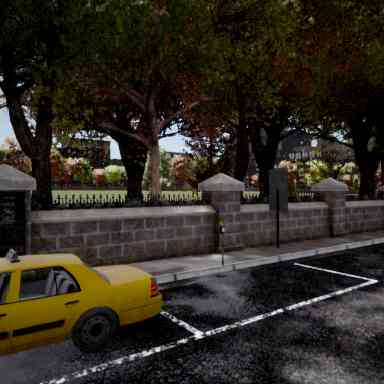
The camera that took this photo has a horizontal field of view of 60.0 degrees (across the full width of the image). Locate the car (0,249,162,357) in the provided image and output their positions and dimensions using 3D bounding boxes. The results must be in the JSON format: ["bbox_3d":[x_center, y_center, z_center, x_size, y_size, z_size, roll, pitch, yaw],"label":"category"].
[{"bbox_3d":[-2.768,1.525,4.585,4.829,1.417,1.752,0,0,-35],"label":"car"}]
